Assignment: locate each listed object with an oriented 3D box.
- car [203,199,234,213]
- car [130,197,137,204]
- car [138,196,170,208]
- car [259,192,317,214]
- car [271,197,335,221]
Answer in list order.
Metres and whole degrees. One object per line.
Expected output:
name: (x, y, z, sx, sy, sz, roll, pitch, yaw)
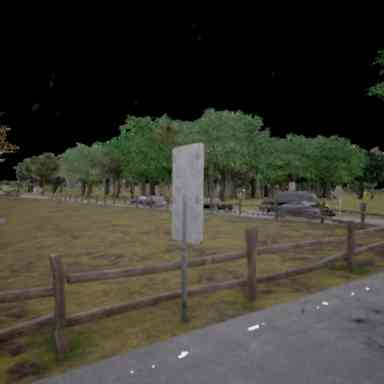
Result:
car: (2.068, 1.338, 33.409, 1.895, 1.301, 4.718, 1, -1, -36)
car: (-8.260, 1.288, 52.867, 1.812, 1.442, 4.674, 1, 0, -35)
car: (-4.598, 1.224, 42.766, 2.128, 1.511, 4.902, 1, -1, -35)
car: (8.526, 1.000, 29.537, 2.150, 2.045, 5.566, 1, 0, -36)
car: (8.335, 1.305, 24.572, 1.994, 1.385, 4.181, 1, -1, -34)
